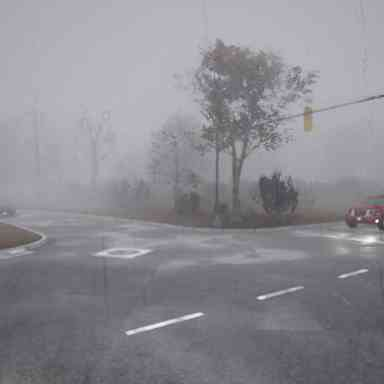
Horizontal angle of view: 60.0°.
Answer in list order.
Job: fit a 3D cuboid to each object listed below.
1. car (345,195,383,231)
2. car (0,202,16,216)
[{"bbox_3d":[12.064,1.224,21.150,5.566,2.045,2.150,0,0,-35],"label":"car"},{"bbox_3d":[-18.822,1.660,32.153,4.718,1.301,1.895,0,0,43],"label":"car"}]
